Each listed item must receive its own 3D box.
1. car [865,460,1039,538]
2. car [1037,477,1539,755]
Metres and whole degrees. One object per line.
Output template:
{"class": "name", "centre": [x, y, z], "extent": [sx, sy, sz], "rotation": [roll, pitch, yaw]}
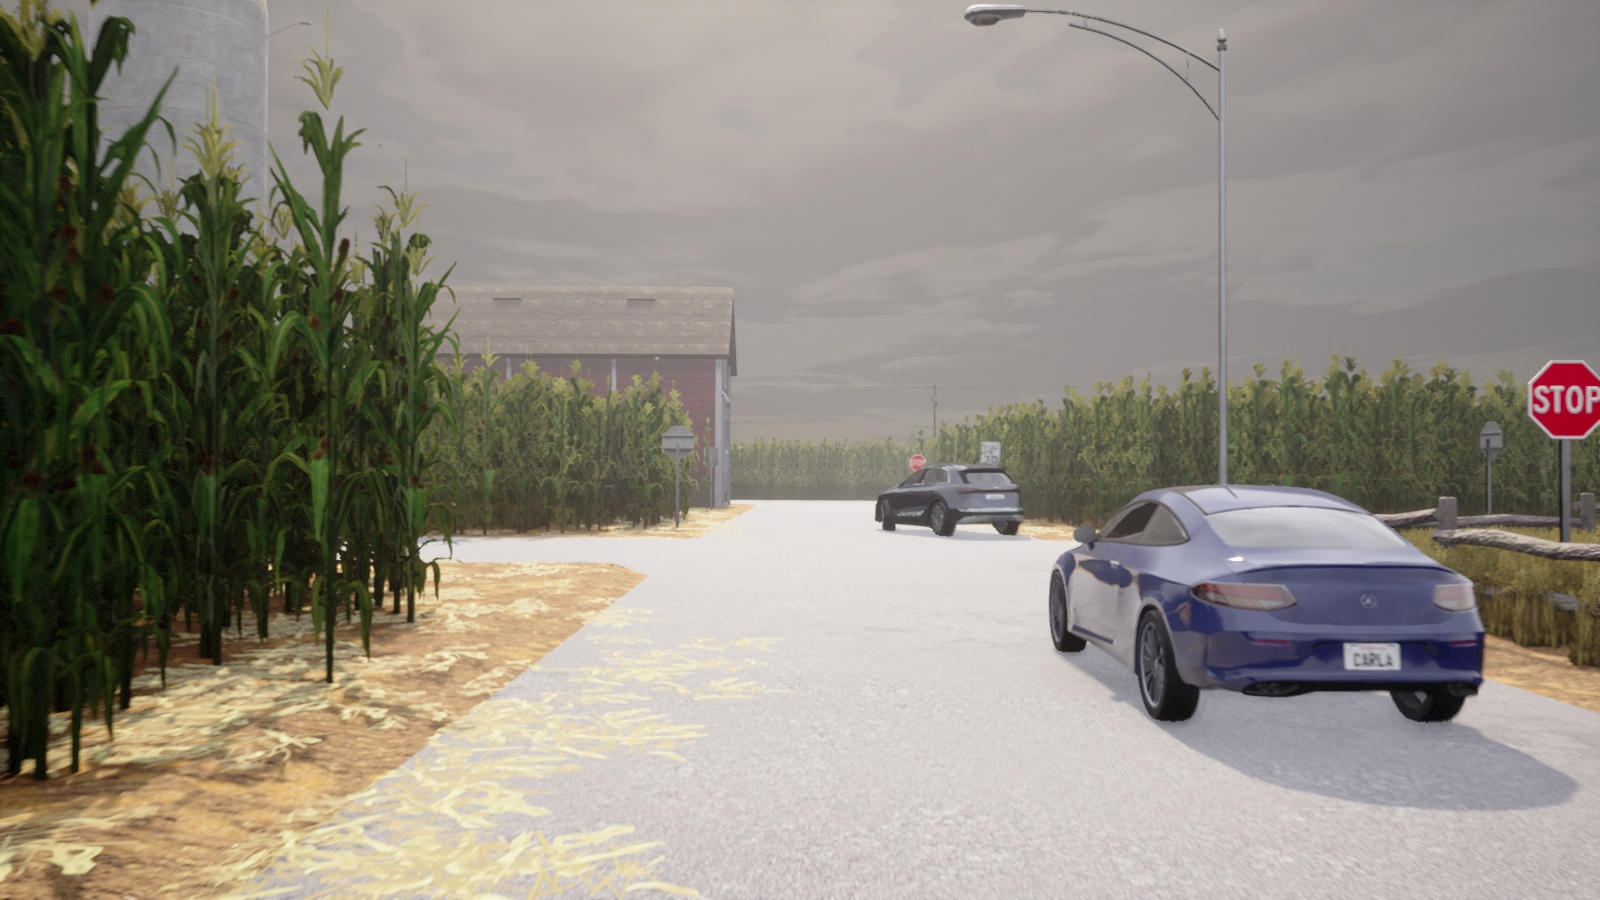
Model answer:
{"class": "car", "centre": [3.414, 1.088, 29.373], "extent": [2.033, 1.649, 4.856], "rotation": [0, -1, -20]}
{"class": "car", "centre": [3.078, 0.948, 9.121], "extent": [1.812, 1.442, 4.674], "rotation": [0, -1, 0]}
